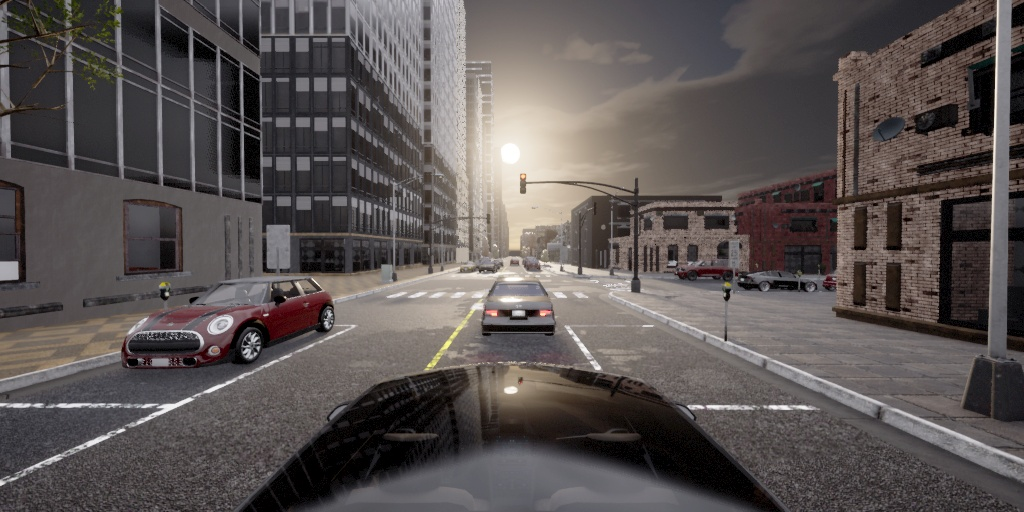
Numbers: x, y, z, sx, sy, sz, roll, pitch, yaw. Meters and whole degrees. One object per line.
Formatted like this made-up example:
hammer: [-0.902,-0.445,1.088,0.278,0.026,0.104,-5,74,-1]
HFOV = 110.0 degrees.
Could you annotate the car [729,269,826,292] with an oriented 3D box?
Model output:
car: [16.548,1.546,22.501,4.313,1.339,1.948,0,0,1]

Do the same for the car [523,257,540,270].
car: [3.019,1.178,51.254,1.967,1.591,4.097,0,0,0]

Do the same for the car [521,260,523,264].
car: [3.094,1.051,62.542,2.192,1.841,5.009,0,0,0]

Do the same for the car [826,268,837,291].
car: [22.095,1.473,22.393,4.097,1.591,1.967,0,0,1]

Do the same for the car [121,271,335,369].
car: [-5.654,1.188,7.774,1.967,1.591,4.097,0,0,0]

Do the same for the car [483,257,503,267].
car: [-2.748,1.229,53.755,2.128,1.511,4.902,0,0,1]

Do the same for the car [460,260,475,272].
car: [-5.538,1.265,45.552,1.751,1.417,4.829,0,0,0]

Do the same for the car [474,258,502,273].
car: [-2.800,1.287,43.339,2.033,1.411,5.357,0,0,4]

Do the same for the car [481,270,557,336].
car: [0.157,1.295,10.338,2.033,1.411,5.357,0,0,0]

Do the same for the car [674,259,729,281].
car: [16.710,1.164,30.879,5.009,1.841,2.192,0,0,1]
